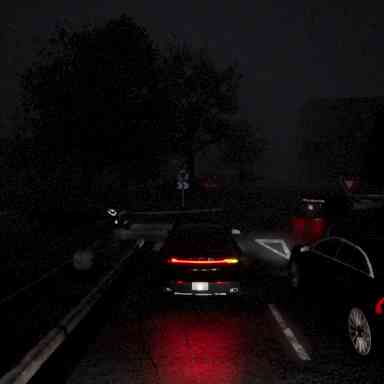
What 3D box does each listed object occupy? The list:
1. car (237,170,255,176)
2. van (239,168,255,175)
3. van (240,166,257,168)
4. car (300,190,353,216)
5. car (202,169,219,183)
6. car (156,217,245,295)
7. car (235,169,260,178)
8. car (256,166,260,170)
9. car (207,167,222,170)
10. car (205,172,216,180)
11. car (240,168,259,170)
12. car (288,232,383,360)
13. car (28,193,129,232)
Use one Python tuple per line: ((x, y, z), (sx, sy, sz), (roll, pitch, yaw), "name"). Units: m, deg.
((14.742, -5.178, 90.297), (4.674, 1.452, 2.002), (1, 6, 11), "car")
((15.363, -5.704, 92.902), (4.442, 1.987, 1.878), (1, 6, 11), "van")
((13.281, -4.675, 82.353), (4.442, 1.987, 1.878), (1, 5, 9), "van")
((8.959, 0.606, 21.878), (4.902, 1.511, 2.128), (-4, 6, -44), "car")
((3.417, -2.825, 62.464), (2.150, 2.045, 5.566), (0, 5, 0), "car")
((0.217, 1.411, 8.512), (1.837, 1.490, 4.892), (0, 2, 2), "car")
((12.504, -3.932, 76.941), (4.892, 1.521, 2.231), (1, 5, 9), "car")
((13.860, -4.957, 85.025), (5.566, 2.045, 2.435), (1, 6, 10), "car")
((5.479, -4.542, 82.255), (2.097, 1.767, 4.553), (1, 6, 9), "car")
((4.050, -3.501, 72.802), (1.837, 1.490, 4.892), (1, 5, 9), "car")
((12.984, -4.315, 79.630), (4.553, 1.767, 2.185), (1, 5, 9), "car")
((3.157, 1.457, 5.878), (2.128, 1.511, 4.902), (0, 1, 0), "car")
((-5.458, 0.868, 16.262), (4.553, 1.767, 2.097), (0, 4, 5), "car")
